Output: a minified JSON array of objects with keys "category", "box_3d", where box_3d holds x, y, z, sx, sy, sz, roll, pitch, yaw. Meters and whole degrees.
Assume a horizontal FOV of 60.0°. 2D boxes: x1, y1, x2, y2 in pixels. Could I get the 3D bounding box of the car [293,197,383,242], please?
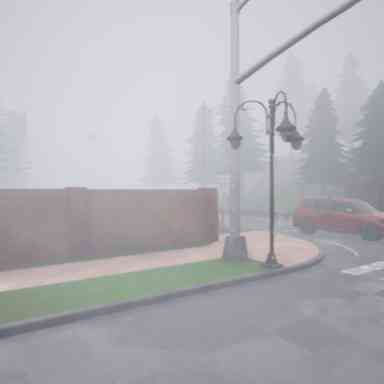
[{"category":"car","box_3d":[7.738,1.315,16.726,2.150,2.045,5.566,0,1,-34]}]
